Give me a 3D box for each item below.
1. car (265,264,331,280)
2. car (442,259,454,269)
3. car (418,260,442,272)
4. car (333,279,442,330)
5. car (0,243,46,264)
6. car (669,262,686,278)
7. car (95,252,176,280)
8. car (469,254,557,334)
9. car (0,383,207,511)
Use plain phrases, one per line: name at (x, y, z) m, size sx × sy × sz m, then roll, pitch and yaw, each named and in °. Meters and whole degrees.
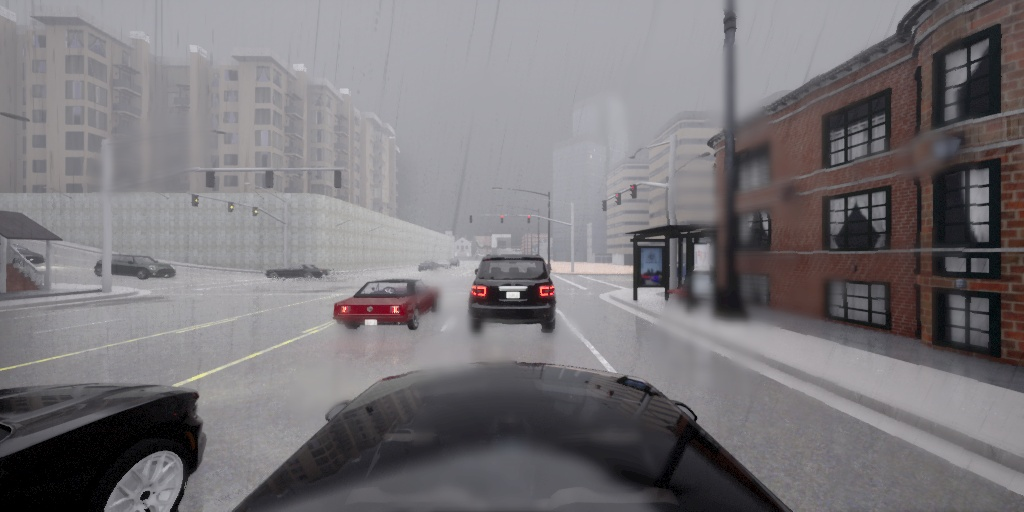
car at (-18.306, 1.352, 30.690) m, size 4.718 × 1.301 × 1.895 m, roll 0°, pitch 0°, yaw -1°
car at (-10.893, 1.276, 56.939) m, size 1.812 × 1.442 × 4.674 m, roll 0°, pitch 0°, yaw -1°
car at (-10.848, 1.314, 46.960) m, size 1.994 × 1.385 × 4.181 m, roll 0°, pitch 0°, yaw 0°
car at (-3.474, 1.351, 11.066) m, size 1.895 × 1.301 × 4.718 m, roll 0°, pitch 0°, yaw 0°
car at (-37.863, -0.224, 26.811) m, size 4.181 × 1.385 × 1.994 m, roll 9°, pitch 0°, yaw -1°
car at (14.315, 1.228, 30.983) m, size 5.008 × 1.535 × 1.882 m, roll 0°, pitch 0°, yaw -1°
car at (-28.081, 0.719, 26.904) m, size 4.553 × 1.767 × 2.097 m, roll 5°, pitch 0°, yaw 0°
car at (0.024, 0.971, 10.750) m, size 2.150 × 2.045 × 5.566 m, roll 0°, pitch 0°, yaw 0°
car at (-3.405, 1.228, 0.840) m, size 1.882 × 1.535 × 5.008 m, roll 0°, pitch 0°, yaw 0°
